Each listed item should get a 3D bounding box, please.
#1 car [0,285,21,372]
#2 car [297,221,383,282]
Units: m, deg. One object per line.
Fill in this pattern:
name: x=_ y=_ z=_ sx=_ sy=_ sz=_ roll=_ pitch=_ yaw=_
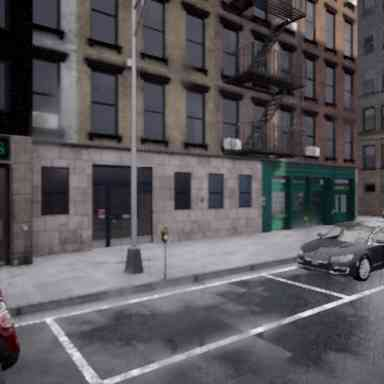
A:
car: x=-4.083 y=1.441 z=3.277 sx=4.097 sy=1.590 sz=1.967 roll=0 pitch=0 yaw=-35
car: x=4.892 y=1.550 z=9.674 sx=4.403 sy=1.369 sz=2.008 roll=0 pitch=0 yaw=-35
